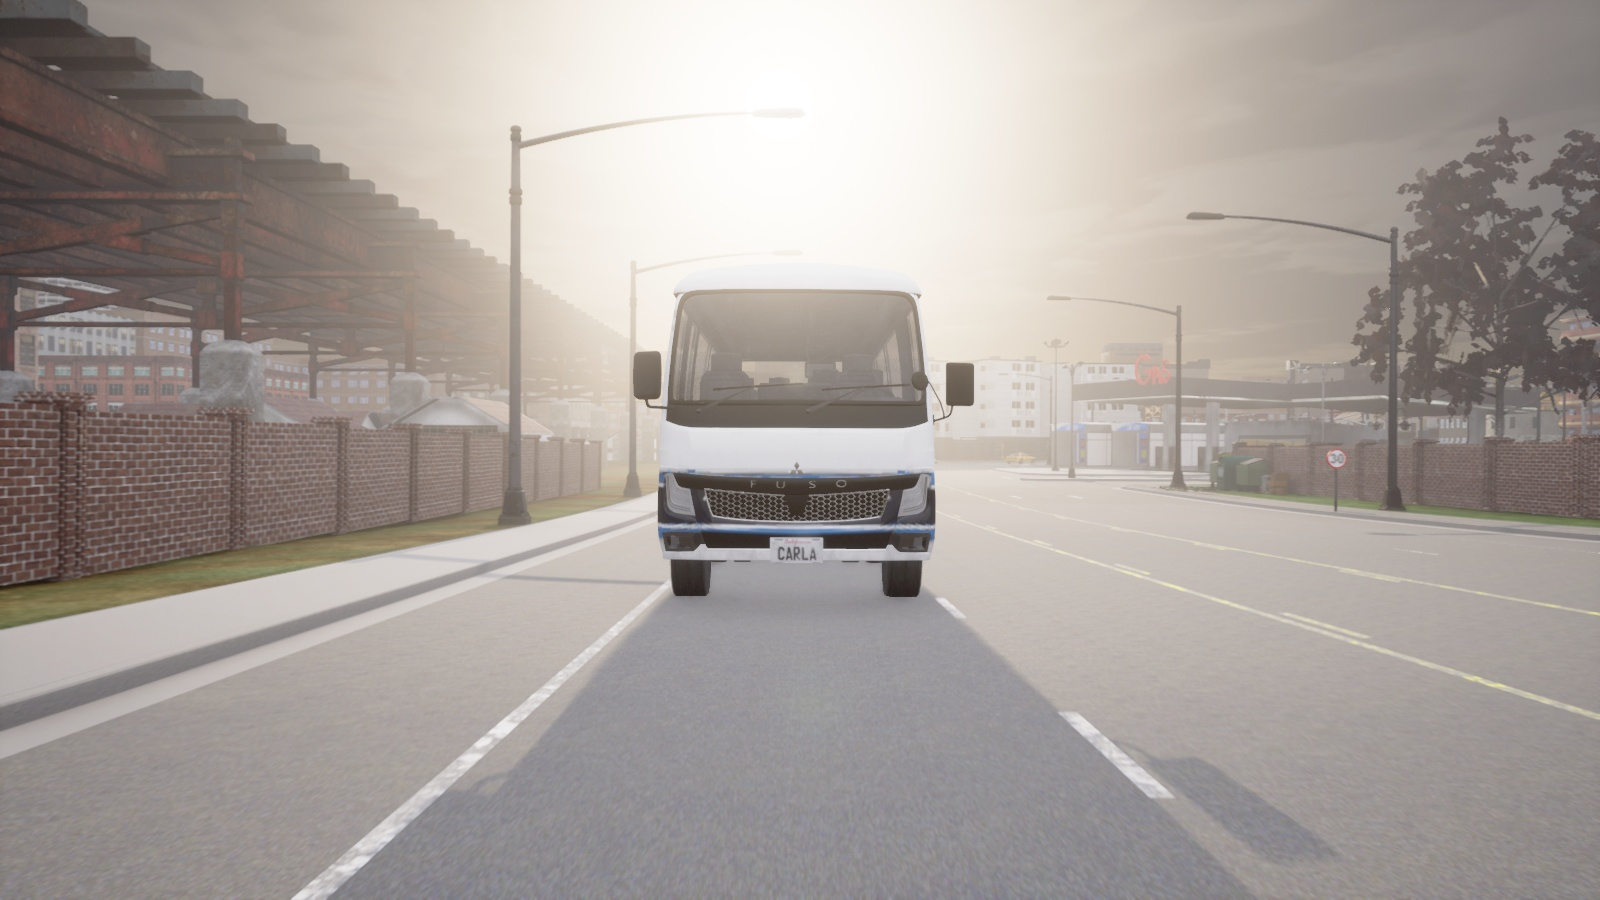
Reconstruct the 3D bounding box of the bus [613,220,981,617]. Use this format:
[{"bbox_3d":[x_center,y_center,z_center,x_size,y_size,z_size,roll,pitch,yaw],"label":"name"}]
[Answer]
[{"bbox_3d":[-0.047,-0.254,18.634,3.944,4.253,10.273,0,-1,0],"label":"bus"}]
